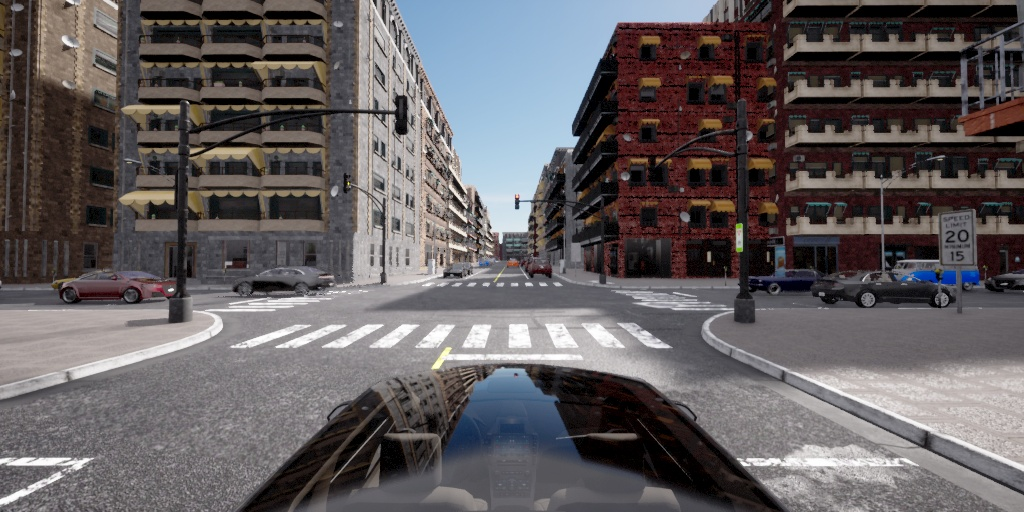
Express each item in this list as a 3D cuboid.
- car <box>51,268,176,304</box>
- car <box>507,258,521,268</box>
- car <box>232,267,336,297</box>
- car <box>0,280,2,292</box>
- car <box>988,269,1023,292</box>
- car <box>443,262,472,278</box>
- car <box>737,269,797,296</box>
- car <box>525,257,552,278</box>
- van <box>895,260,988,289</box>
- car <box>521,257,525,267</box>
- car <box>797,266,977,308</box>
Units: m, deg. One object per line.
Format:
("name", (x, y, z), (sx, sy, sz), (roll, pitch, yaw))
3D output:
("car", (-17.188, 1.340, 15.984), (4.181, 1.385, 1.994), (0, -1, 0))
("car", (0.181, 1.176, 63.729), (2.097, 1.767, 4.553), (0, 0, 0))
("car", (-11.952, 1.313, 18.914), (4.902, 1.511, 2.128), (0, -1, 0))
("car", (-26.677, 1.027, 16.026), (5.566, 2.045, 2.150), (0, -1, 0))
("car", (27.758, 1.280, 18.760), (4.181, 1.385, 1.994), (0, -1, 0))
("car", (-5.271, 1.328, 33.661), (1.948, 1.339, 4.313), (0, 0, 0))
("car", (14.575, 1.347, 18.812), (4.718, 1.301, 1.895), (0, -1, -2))
("car", (2.610, 1.077, 33.695), (2.192, 1.841, 5.009), (0, 0, 0))
("van", (24.929, 1.115, 21.224), (3.998, 1.789, 1.690), (0, 0, 0))
("car", (2.625, 1.086, 44.819), (2.192, 1.841, 5.009), (0, 0, 0))
("car", (13.761, 1.185, 13.387), (4.403, 1.370, 2.007), (0, 0, 0))
